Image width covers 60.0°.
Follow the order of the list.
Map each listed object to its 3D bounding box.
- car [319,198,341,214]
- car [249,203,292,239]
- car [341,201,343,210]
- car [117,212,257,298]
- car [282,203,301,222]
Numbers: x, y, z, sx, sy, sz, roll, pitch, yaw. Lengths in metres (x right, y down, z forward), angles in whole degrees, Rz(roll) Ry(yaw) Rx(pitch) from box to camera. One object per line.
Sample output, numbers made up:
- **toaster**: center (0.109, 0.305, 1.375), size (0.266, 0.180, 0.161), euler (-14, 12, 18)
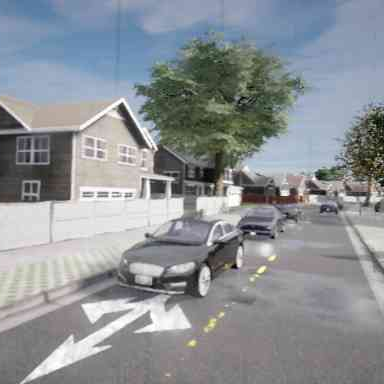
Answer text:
- **car**: center (15.742, 1.739, 38.123), size (1.812, 1.442, 4.674), euler (2, 1, 25)
- **car**: center (3.841, 1.538, 17.758), size (2.033, 1.411, 5.357), euler (2, 0, 23)
- **car**: center (20.373, 1.635, 47.554), size (2.097, 1.767, 4.553), euler (2, 1, 27)
- **car**: center (0.022, 1.427, 8.602), size (2.128, 1.511, 4.902), euler (2, 0, 23)
- **car**: center (7.719, 1.609, 27.004), size (1.994, 1.385, 4.181), euler (2, 0, 23)
